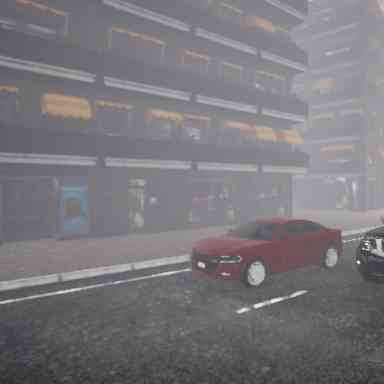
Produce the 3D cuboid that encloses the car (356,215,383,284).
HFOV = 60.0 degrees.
[{"bbox_3d":[6.390,1.162,8.336,5.566,2.045,2.150,0,0,-36],"label":"car"}]

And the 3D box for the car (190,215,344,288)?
[{"bbox_3d":[2.241,1.440,9.335,5.008,1.535,1.882,0,0,-36],"label":"car"}]
